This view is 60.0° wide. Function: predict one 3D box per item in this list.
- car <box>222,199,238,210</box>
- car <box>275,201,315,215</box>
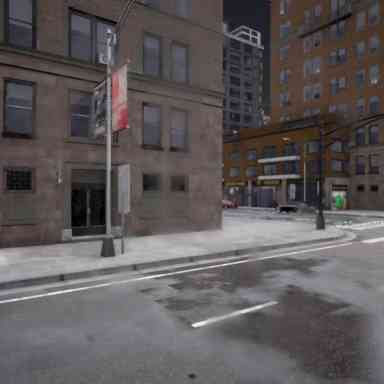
[{"bbox_3d":[4.238,1.594,43.304,1.802,1.307,4.206,0,0,-35],"label":"car"},{"bbox_3d":[10.593,1.580,34.298,1.947,1.339,4.313,0,0,-35],"label":"car"}]
